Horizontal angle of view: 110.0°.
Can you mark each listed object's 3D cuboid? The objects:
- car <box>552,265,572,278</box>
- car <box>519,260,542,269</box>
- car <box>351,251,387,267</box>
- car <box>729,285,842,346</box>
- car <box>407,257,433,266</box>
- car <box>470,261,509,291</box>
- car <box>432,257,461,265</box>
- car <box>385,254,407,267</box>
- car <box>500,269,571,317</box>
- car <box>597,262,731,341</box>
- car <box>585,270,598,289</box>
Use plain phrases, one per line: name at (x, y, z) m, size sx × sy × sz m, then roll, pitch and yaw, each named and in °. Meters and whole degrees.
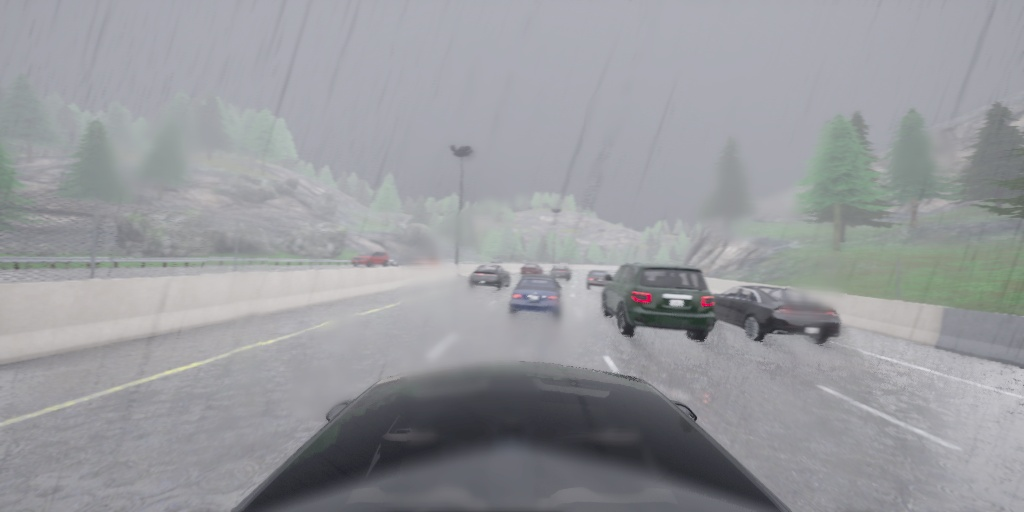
car at (5.044, 1.717, 36.700) m, size 2.128 × 1.511 × 4.902 m, roll 3°, pitch 0°, yaw 13°
car at (2.250, 1.585, 40.006) m, size 1.882 × 1.535 × 5.008 m, roll 3°, pitch 0°, yaw 14°
car at (-18.041, 0.368, 45.998) m, size 2.150 × 2.045 × 5.566 m, roll 3°, pitch 0°, yaw 15°
car at (7.774, 1.687, 11.341) m, size 2.128 × 1.511 × 4.902 m, roll 3°, pitch 0°, yaw 6°
car at (-10.854, 0.852, 45.736) m, size 2.097 × 1.767 × 4.553 m, roll 3°, pitch 0°, yaw 15°
car at (-1.281, 1.315, 22.797) m, size 2.128 × 1.511 × 4.902 m, roll 3°, pitch 0°, yaw 9°
car at (-7.630, 1.175, 44.357) m, size 1.812 × 1.442 × 4.674 m, roll 3°, pitch 0°, yaw 15°
car at (-14.046, 0.844, 47.363) m, size 2.128 × 1.511 × 4.902 m, roll 3°, pitch 0°, yaw 15°
car at (1.034, 1.428, 14.050) m, size 2.033 × 1.411 × 5.357 m, roll 3°, pitch 0°, yaw 7°
car at (4.267, 1.245, 11.321) m, size 2.150 × 2.045 × 5.566 m, roll 3°, pitch 0°, yaw 6°
car at (6.667, 1.794, 27.741) m, size 2.033 × 1.411 × 5.357 m, roll 3°, pitch 0°, yaw 11°
